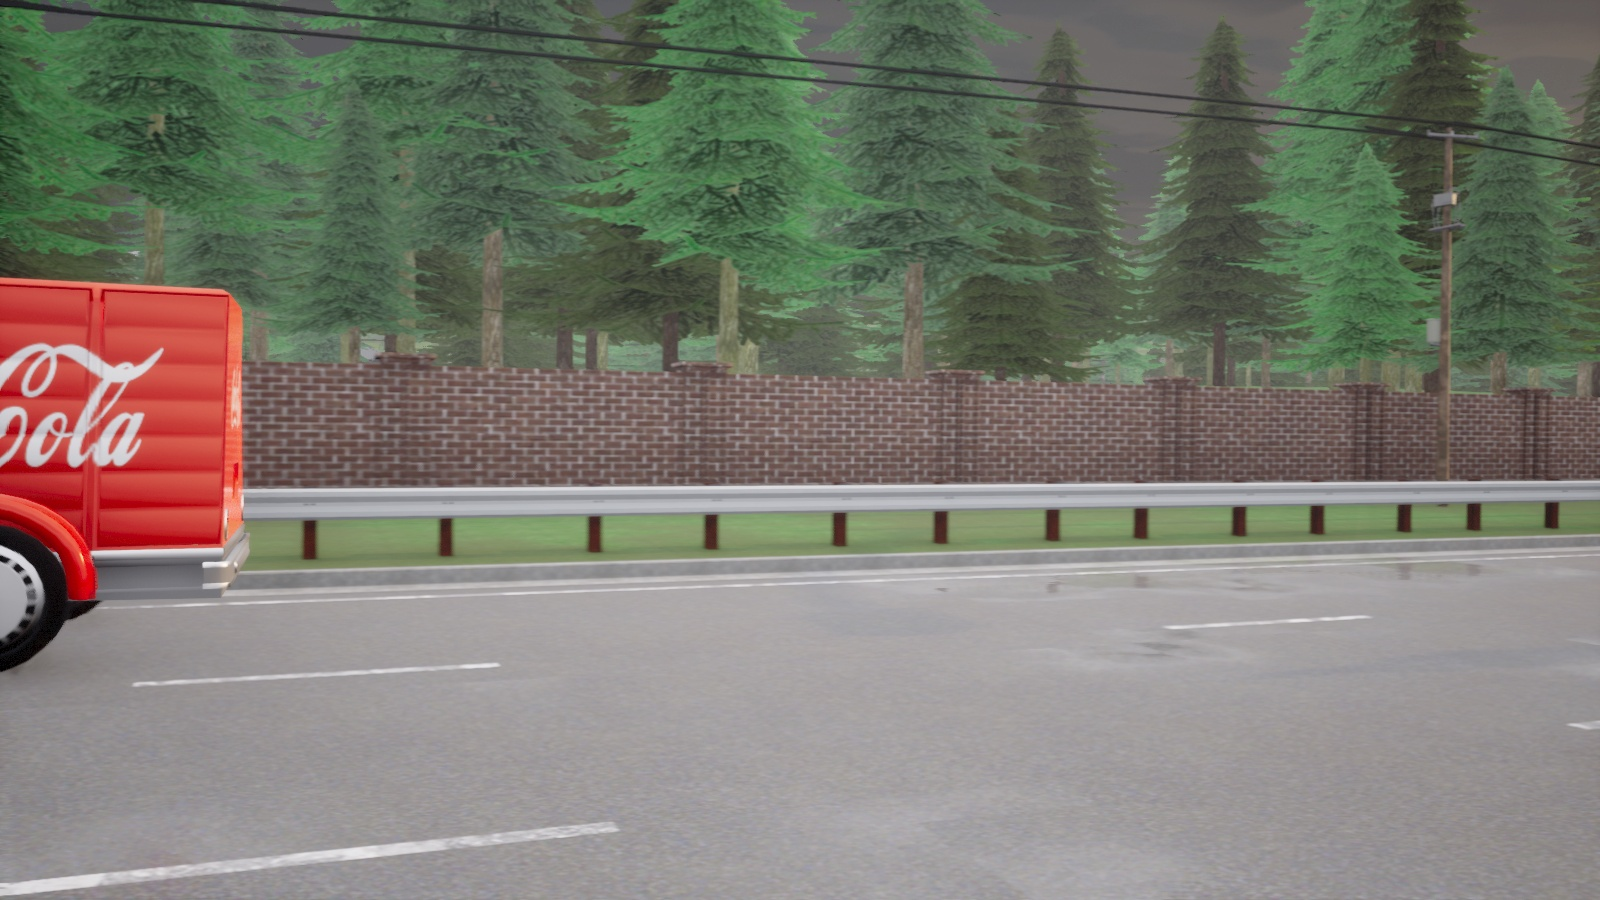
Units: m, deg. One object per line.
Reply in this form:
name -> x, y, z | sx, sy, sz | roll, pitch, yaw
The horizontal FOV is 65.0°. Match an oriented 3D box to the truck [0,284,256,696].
truck -> -6.496, 0.247, 8.254 | 5.204, 2.467, 2.627 | -1, 1, -21
